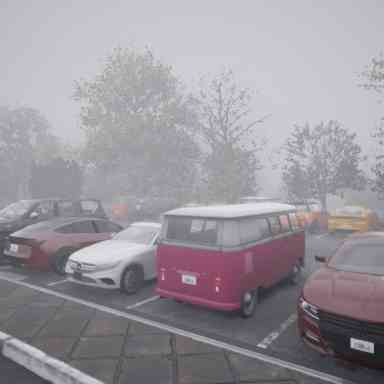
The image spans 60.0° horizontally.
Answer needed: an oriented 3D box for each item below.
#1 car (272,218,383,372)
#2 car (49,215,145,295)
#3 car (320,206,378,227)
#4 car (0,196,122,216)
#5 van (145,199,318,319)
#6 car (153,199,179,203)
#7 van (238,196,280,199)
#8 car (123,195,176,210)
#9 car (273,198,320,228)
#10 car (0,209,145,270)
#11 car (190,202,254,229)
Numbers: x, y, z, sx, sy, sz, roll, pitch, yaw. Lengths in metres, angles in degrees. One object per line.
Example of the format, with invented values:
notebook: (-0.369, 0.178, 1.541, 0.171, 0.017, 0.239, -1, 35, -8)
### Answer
car: (3.404, 1.485, 5.837, 2.097, 1.535, 5.008, 0, 0, 36)
car: (-1.108, 1.533, 9.073, 2.002, 1.452, 4.674, 0, 0, 36)
car: (8.826, 1.489, 18.033, 2.097, 1.535, 5.008, 0, 0, 36)
car: (-5.636, 1.250, 12.286, 2.435, 2.045, 5.566, 0, 0, 36)
van: (1.214, 1.264, 7.546, 1.878, 1.987, 4.442, 0, 0, 36)
car: (-0.177, 1.503, 24.275, 1.946, 1.575, 5.366, 0, 0, 36)
van: (4.498, 1.271, 21.290, 1.878, 1.987, 4.442, 0, 0, 36)
car: (-2.303, 1.264, 26.063, 2.435, 2.045, 5.566, -1, 0, 36)
car: (6.661, 1.367, 19.555, 2.185, 1.767, 4.553, 0, 0, 36)
car: (-3.347, 1.527, 10.713, 2.163, 1.488, 4.792, 0, 0, 36)
car: (2.175, 1.501, 22.806, 2.231, 1.521, 4.892, 0, 0, 36)
